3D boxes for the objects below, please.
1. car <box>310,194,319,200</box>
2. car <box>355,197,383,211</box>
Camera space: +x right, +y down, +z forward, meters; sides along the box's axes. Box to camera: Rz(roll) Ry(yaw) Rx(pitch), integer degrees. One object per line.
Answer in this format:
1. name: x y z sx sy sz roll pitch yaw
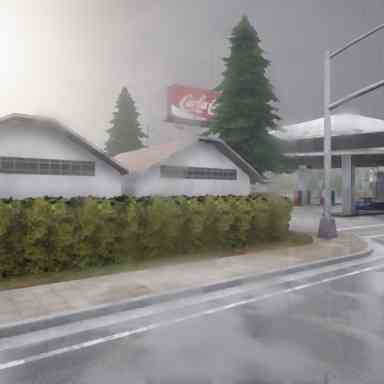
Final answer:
1. car: 32.425 1.329 89.168 2.152 1.636 5.027 0 0 -36
2. car: 21.347 1.479 39.676 4.611 1.667 2.242 0 0 -36
